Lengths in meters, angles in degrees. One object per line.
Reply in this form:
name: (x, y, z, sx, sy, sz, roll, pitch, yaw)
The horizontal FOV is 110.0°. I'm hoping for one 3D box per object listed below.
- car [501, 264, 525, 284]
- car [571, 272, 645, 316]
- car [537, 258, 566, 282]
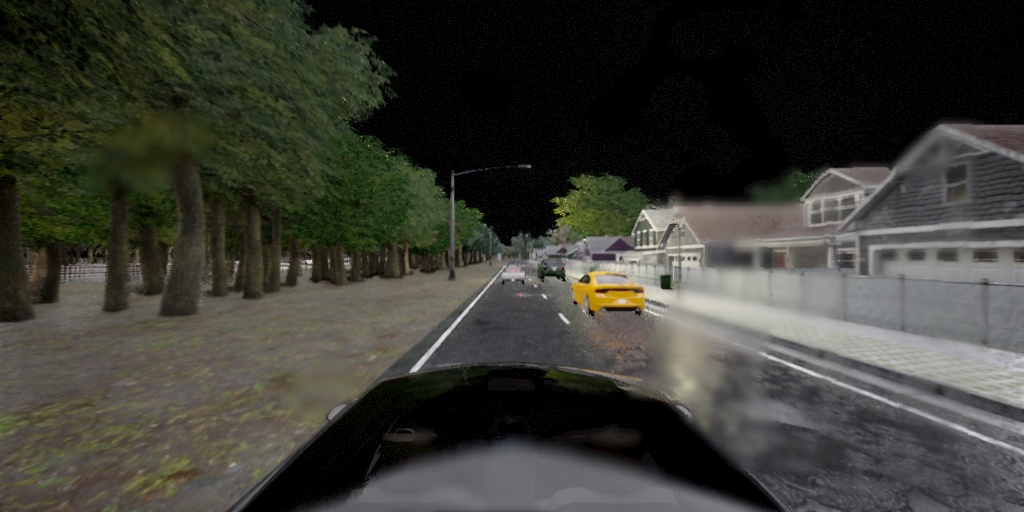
car: (0.093, 1.602, 30.021, 1.895, 1.301, 4.718, 0, 0, 0)
car: (3.595, 1.356, 14.188, 1.882, 1.535, 5.008, 0, -1, 0)
car: (3.595, 1.242, 33.209, 2.150, 2.045, 5.566, 0, 0, 0)
